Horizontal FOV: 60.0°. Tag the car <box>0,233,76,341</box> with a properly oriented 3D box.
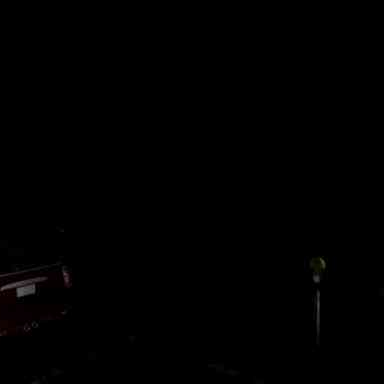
[{"bbox_3d":[-3.958,1.437,5.902,4.097,1.590,1.967,0,0,36],"label":"car"}]
